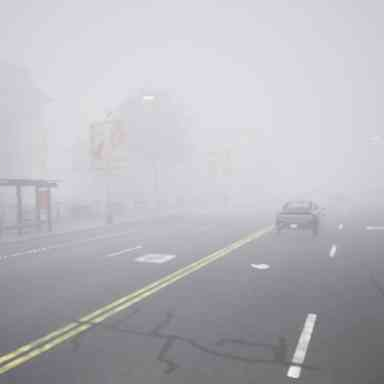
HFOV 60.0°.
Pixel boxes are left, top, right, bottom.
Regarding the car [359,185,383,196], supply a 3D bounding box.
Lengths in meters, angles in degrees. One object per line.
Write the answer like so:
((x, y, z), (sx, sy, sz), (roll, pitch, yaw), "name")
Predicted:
((33.977, -0.019, 62.093), (5.008, 1.535, 1.882), (-2, 1, -34), "car")

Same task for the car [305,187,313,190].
((22.395, 0.042, 61.312), (2.150, 2.045, 5.566), (-1, 1, 44), "car")

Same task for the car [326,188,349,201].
((20.513, 0.534, 46.823), (1.812, 1.442, 4.674), (-1, 1, 29), "car")

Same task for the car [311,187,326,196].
((22.270, 0.368, 55.875), (2.128, 1.511, 4.902), (-1, 1, 40), "car")

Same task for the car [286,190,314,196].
((13.684, 0.786, 41.797), (2.033, 1.411, 5.357), (-1, 1, 26), "car")

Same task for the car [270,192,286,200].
((12.309, 0.756, 46.636), (1.812, 1.442, 4.674), (-1, 0, 28), "car")

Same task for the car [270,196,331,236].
((5.396, 1.191, 16.370), (2.128, 1.511, 4.902), (-1, 1, 26), "car")

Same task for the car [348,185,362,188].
((34.470, -0.392, 70.698), (5.566, 2.045, 2.150), (-2, 1, -31), "car")

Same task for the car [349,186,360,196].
((33.877, 0.062, 66.247), (4.718, 1.301, 1.895), (-2, 1, -34), "car")
